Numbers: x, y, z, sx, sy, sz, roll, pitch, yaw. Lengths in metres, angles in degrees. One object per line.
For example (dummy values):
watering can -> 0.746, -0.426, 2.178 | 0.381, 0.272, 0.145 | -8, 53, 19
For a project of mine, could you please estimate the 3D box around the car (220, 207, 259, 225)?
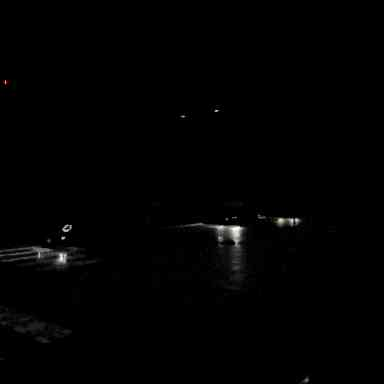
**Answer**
car -> 4.257, 2.077, 29.304 | 1.837, 1.490, 4.892 | 0, -2, 35

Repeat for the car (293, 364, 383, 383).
car -> 2.391, 1.551, 1.247 | 4.403, 1.369, 2.008 | 0, 0, 36

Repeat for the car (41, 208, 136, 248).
car -> -4.948, 1.598, 16.361 | 2.097, 1.767, 4.553 | 0, -1, 35

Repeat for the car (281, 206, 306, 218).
car -> 12.521, 2.349, 40.883 | 1.882, 1.535, 5.008 | 0, 0, 36
